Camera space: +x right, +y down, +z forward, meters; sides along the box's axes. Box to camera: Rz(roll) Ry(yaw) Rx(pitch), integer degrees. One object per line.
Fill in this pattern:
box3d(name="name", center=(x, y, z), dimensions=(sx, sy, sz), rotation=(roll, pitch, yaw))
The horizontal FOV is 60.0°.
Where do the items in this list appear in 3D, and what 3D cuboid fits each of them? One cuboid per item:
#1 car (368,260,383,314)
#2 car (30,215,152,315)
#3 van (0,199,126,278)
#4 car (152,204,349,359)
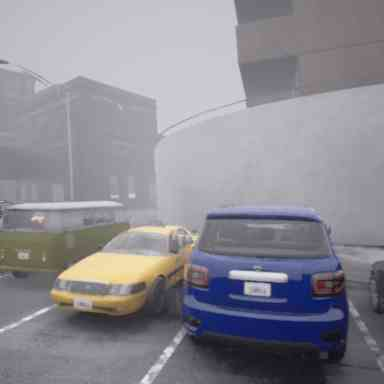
box3d(name="car", center=(3.902, 1.499, 4.624), dimensions=(2.231, 1.521, 4.892), rotation=(0, -1, 16))
box3d(name="car", center=(-1.028, 1.494, 7.931), dimensions=(1.946, 1.575, 5.366), rotation=(1, -1, 16))
box3d(name="van", center=(-3.394, 1.277, 9.960), dimensions=(1.878, 1.987, 4.442), rotation=(0, -1, 16))
box3d(name="car", center=(1.469, 1.248, 6.405), dimensions=(2.435, 2.045, 5.566), rotation=(0, -1, 16))
